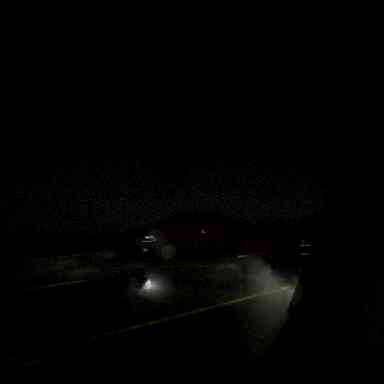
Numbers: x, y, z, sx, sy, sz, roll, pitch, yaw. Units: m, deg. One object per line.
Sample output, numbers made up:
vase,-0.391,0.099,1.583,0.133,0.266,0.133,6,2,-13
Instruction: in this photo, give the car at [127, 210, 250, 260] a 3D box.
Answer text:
car,-0.009,1.471,12.581,5.008,1.535,1.882,0,0,-35

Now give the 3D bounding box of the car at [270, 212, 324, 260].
car,4.907,1.468,11.788,5.008,1.535,1.882,0,0,-35
